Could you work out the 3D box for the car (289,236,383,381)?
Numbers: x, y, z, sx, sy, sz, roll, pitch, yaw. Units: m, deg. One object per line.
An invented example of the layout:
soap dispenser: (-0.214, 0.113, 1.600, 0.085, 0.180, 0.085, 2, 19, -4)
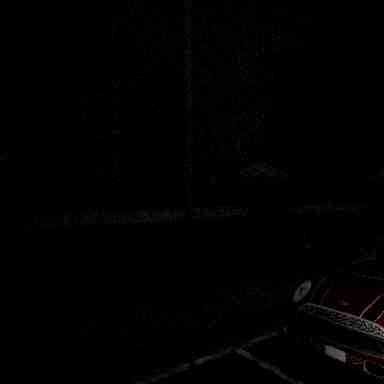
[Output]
car: (3.371, 1.441, 5.219, 4.097, 1.590, 1.967, 0, 0, -35)
